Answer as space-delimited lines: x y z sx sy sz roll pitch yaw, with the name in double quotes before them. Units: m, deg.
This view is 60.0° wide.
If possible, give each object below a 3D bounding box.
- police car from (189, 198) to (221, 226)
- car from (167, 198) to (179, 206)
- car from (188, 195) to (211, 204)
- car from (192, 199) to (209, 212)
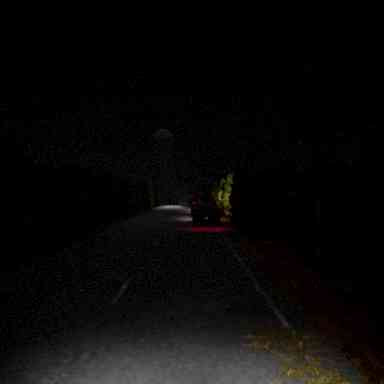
"police car" 0.955 1.460 23.882 1.930 1.638 5.238 0 0 0
"car" -3.271 1.684 57.122 1.895 1.301 4.718 0 0 0
"car" 0.953 1.270 33.802 2.150 2.045 5.566 0 0 0
"car" 0.952 1.584 39.772 1.812 1.442 4.674 0 0 0
